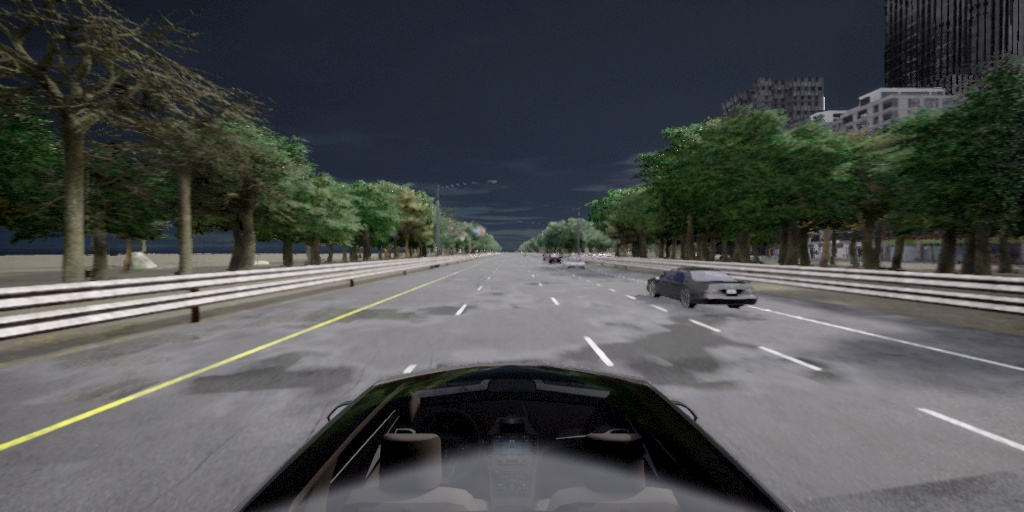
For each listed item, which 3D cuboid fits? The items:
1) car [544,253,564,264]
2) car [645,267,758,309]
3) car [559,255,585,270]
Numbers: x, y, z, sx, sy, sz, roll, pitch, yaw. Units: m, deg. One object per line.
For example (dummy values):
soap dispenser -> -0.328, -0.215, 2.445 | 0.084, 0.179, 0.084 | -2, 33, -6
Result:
car -> 6.984, 0.494, 59.921 | 1.882, 1.535, 5.008 | 0, 1, 0
car -> 6.996, 1.145, 13.946 | 2.033, 1.411, 5.357 | 0, 1, 0
car -> 6.988, 0.856, 40.999 | 1.895, 1.301, 4.718 | 0, 1, 0
